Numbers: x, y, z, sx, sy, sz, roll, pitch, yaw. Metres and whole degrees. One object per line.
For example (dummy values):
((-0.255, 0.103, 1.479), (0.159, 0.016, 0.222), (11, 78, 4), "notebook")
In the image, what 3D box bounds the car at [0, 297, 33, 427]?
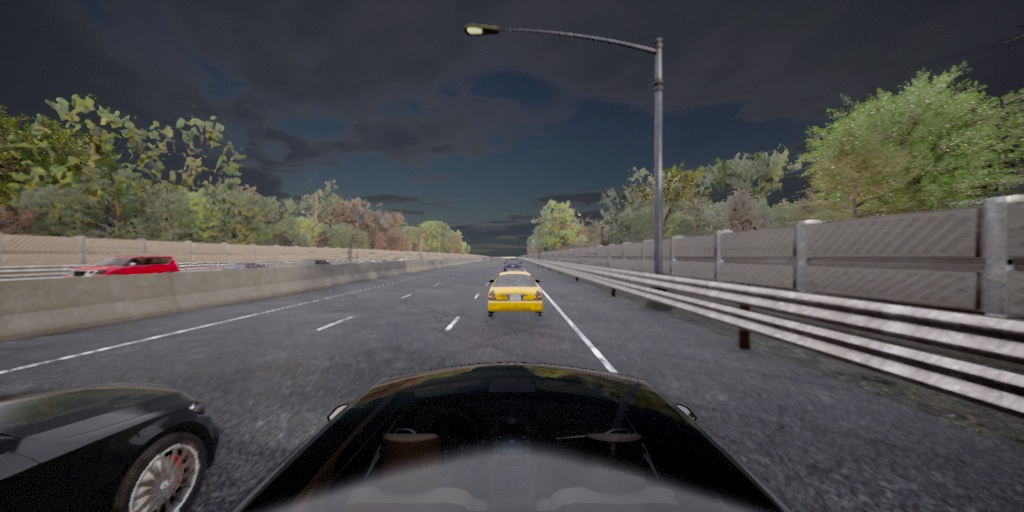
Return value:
((-6.901, 1.255, 2.032), (1.837, 1.490, 4.892), (0, 0, 0), "car")

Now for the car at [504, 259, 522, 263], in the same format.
((0.098, 1.103, 41.849), (2.097, 1.767, 4.553), (0, 0, 0), "car")

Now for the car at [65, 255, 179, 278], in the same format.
((-24.600, 0.972, 23.041), (2.150, 2.045, 5.566), (0, 0, 0), "car")

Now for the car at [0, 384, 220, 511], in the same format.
((-3.388, 1.276, 1.047), (1.812, 1.442, 4.674), (0, 0, 0), "car")

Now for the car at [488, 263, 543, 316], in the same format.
((0.099, 1.207, 13.247), (1.801, 1.575, 5.366), (0, 0, 0), "car")

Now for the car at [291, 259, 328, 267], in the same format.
((-17.594, 1.102, 31.060), (2.097, 1.767, 4.553), (0, 0, 0), "car")

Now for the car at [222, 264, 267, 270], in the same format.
((-21.099, 1.298, 28.157), (2.033, 1.411, 5.357), (0, 0, 0), "car")
